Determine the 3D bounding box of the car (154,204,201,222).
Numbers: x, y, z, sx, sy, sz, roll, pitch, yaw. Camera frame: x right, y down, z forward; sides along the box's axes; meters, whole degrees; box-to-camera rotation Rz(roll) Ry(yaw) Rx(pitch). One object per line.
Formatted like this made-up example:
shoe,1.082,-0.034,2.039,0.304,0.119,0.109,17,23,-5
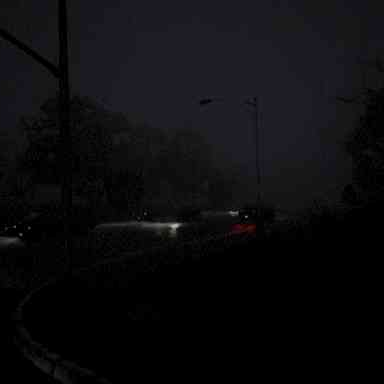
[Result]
car,-0.995,1.928,31.138,1.882,1.535,5.008,-2,-1,32

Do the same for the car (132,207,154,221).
car,-3.817,2.155,33.213,1.895,1.301,4.718,-2,-1,32

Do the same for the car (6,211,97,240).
car,-8.175,2.029,20.094,1.895,1.301,4.718,-2,-1,34

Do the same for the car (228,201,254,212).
car,7.681,2.165,51.355,2.128,1.511,4.902,-2,-2,32

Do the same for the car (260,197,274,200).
car,10.767,1.786,49.702,2.150,2.045,5.566,-2,-2,32

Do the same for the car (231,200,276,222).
car,5.600,1.741,28.302,2.128,1.511,4.902,-2,-1,32

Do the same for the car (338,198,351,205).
car,37.134,2.275,80.755,2.128,1.511,4.902,-2,-2,43

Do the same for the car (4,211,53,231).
car,-10.419,2.058,23.009,1.812,1.442,4.674,-2,-1,34
